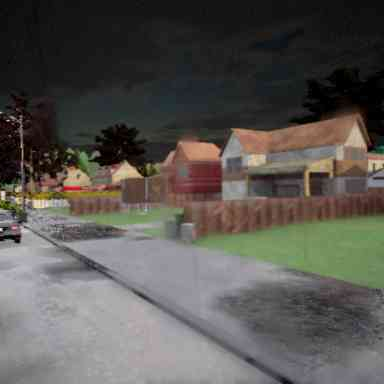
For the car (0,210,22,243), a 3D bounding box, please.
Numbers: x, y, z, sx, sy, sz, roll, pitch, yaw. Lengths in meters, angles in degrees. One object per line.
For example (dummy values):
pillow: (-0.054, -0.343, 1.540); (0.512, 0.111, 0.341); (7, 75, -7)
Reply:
car: (-8.950, 1.526, 15.058); (2.033, 1.411, 5.357); (-2, 1, -34)
